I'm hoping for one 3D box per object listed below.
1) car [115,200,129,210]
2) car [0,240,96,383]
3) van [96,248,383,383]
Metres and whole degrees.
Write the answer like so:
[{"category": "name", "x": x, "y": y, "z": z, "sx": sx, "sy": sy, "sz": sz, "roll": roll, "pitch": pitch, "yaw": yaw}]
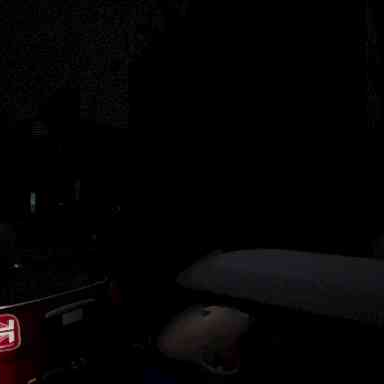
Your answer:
[{"category": "car", "x": -7.056, "y": 1.506, "z": 41.485, "sx": 2.033, "sy": 1.411, "sz": 5.357, "roll": -1, "pitch": 0, "yaw": 35}, {"category": "car", "x": -2.935, "y": 1.441, "z": 4.908, "sx": 4.097, "sy": 1.590, "sz": 1.967, "roll": 0, "pitch": 0, "yaw": 35}, {"category": "van", "x": 1.494, "y": 1.341, "z": 1.753, "sx": 3.998, "sy": 1.788, "sz": 1.690, "roll": 0, "pitch": 0, "yaw": 35}]
